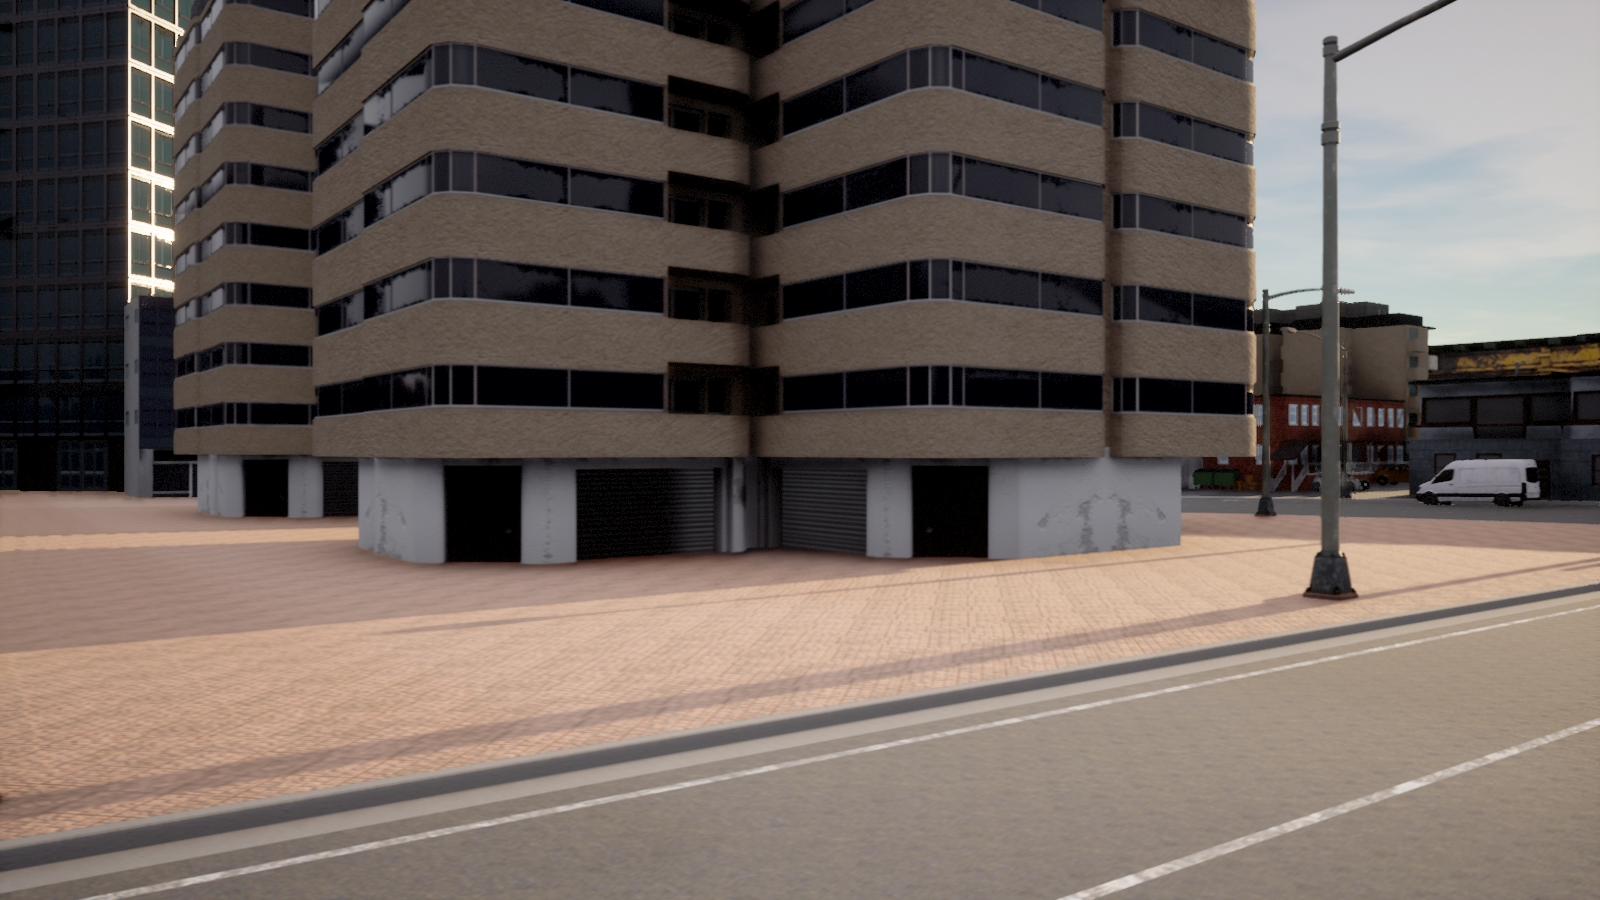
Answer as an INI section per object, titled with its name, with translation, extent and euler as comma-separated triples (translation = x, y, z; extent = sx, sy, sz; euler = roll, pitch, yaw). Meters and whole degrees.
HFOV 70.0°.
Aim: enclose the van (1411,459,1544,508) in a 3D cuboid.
[van]
translation = 37.081, 1.821, 62.741
extent = 1.988, 2.561, 5.915
euler = 0, -1, -37
